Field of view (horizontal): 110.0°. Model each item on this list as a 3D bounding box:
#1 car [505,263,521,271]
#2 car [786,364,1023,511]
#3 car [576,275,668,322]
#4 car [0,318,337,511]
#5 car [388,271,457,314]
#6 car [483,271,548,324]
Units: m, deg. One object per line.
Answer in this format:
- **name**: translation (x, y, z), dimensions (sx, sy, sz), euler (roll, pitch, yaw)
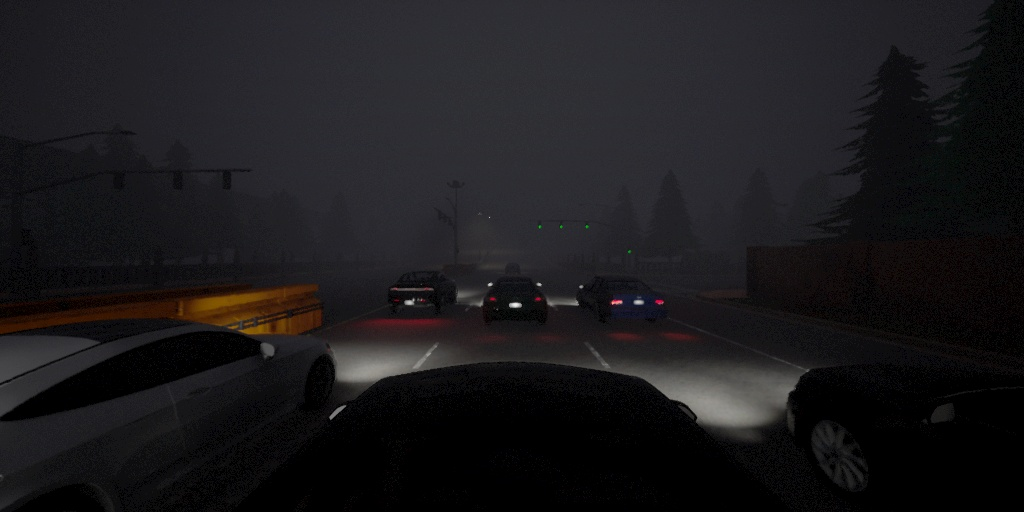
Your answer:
- **car**: translation (0.086, 1.579, 45.573), dimensions (1.882, 1.535, 5.008), euler (0, 0, 0)
- **car**: translation (3.599, 1.253, 1.502), dimensions (1.837, 1.490, 4.892), euler (0, 0, 0)
- **car**: translation (3.598, 1.386, 12.686), dimensions (2.033, 1.411, 5.357), euler (0, 0, 0)
- **car**: translation (-3.403, 1.287, 3.175), dimensions (1.812, 1.442, 4.674), euler (0, 0, 0)
- **car**: translation (-3.403, 1.343, 14.324), dimensions (2.128, 1.511, 4.902), euler (0, 0, 0)
- **car**: translation (0.096, 1.399, 12.315), dimensions (1.994, 1.385, 4.181), euler (0, 0, 0)
